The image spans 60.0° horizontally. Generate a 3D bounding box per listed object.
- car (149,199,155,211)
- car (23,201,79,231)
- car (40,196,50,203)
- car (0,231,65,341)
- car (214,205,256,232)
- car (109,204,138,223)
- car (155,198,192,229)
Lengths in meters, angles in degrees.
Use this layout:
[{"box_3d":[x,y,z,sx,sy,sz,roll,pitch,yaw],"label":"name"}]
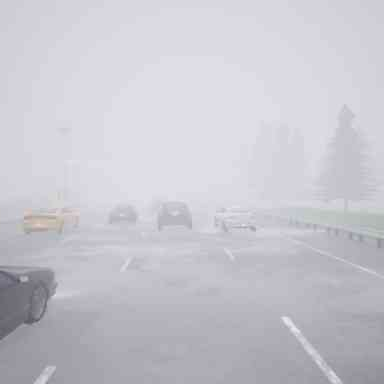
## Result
[{"box_3d":[-4.091,1.513,40.506,1.837,1.490,4.892,0,0,-11],"label":"car"},{"box_3d":[-7.964,1.492,19.190,1.882,1.535,5.008,0,0,-5],"label":"car"},{"box_3d":[-31.629,1.646,71.636,1.895,1.301,4.718,0,0,-21],"label":"car"},{"box_3d":[-3.500,1.554,4.093,2.033,1.411,5.357,0,0,-1],"label":"car"},{"box_3d":[2.509,1.522,19.903,1.812,1.442,4.674,0,0,-5],"label":"car"},{"box_3d":[-5.158,1.574,25.405,1.994,1.385,4.181,0,0,-7],"label":"car"},{"box_3d":[-1.221,1.355,21.831,2.097,1.767,4.553,0,0,-6],"label":"car"}]
